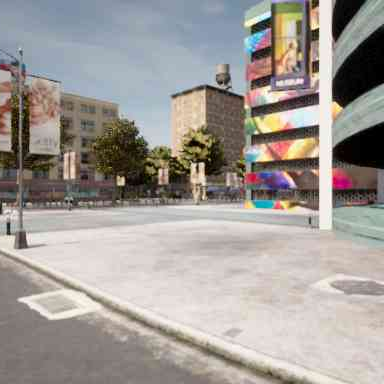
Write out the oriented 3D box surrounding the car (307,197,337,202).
[{"bbox_3d":[14.978,1.336,39.734,4.674,1.452,2.002,0,0,-44],"label":"car"}]
